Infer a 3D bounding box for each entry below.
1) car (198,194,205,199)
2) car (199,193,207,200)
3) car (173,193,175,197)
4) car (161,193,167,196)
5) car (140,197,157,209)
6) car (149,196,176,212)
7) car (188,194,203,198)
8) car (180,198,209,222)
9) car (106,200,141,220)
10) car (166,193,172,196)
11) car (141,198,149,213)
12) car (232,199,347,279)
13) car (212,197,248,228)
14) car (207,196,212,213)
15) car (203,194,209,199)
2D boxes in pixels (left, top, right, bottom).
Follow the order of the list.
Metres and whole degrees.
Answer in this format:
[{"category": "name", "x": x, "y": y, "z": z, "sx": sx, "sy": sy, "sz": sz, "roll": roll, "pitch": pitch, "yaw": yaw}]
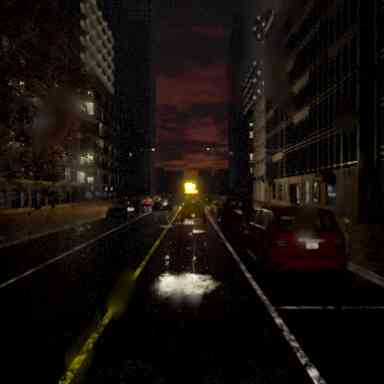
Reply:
[{"category": "car", "x": 2.686, "y": 1.212, "z": 95.221, "sx": 1.802, "sy": 1.307, "sz": 4.206, "roll": 0, "pitch": 0, "yaw": 0}, {"category": "car", "x": 2.688, "y": 1.121, "z": 83.836, "sx": 1.967, "sy": 1.590, "sz": 4.097, "roll": 0, "pitch": 0, "yaw": 0}, {"category": "car", "x": -5.693, "y": 1.287, "z": 78.159, "sx": 1.802, "sy": 1.307, "sz": 4.206, "roll": 0, "pitch": 0, "yaw": 0}, {"category": "car", "x": -5.692, "y": 1.350, "z": 55.390, "sx": 2.008, "sy": 1.369, "sz": 4.403, "roll": 0, "pitch": 0, "yaw": 0}, {"category": "car", "x": -5.690, "y": 1.427, "z": 44.004, "sx": 1.802, "sy": 1.307, "sz": 4.206, "roll": 0, "pitch": 0, "yaw": 0}, {"category": "car", "x": -3.097, "y": 1.441, "z": 35.618, "sx": 1.994, "sy": 1.385, "sz": 4.181, "roll": 0, "pitch": 0, "yaw": 0}, {"category": "car", "x": 0.097, "y": 1.361, "z": 41.535, "sx": 1.837, "sy": 1.490, "sz": 4.892, "roll": 0, "pitch": 1, "yaw": 0}, {"category": "car", "x": 0.098, "y": 1.441, "z": 25.380, "sx": 1.812, "sy": 1.442, "sz": 4.674, "roll": 0, "pitch": 0, "yaw": 0}, {"category": "car", "x": -5.689, "y": 1.460, "z": 26.929, "sx": 2.008, "sy": 1.369, "sz": 4.403, "roll": 0, "pitch": 0, "yaw": 0}, {"category": "car", "x": -5.692, "y": 1.298, "z": 66.774, "sx": 1.887, "sy": 1.381, "sz": 4.507, "roll": 0, "pitch": 0, "yaw": 0}, {"category": "car", "x": -5.690, "y": 1.454, "z": 32.621, "sx": 1.947, "sy": 1.339, "sz": 4.313, "roll": 0, "pitch": 0, "yaw": 0}, {"category": "car", "x": 2.694, "y": 1.283, "z": 9.840, "sx": 2.192, "sy": 1.841, "sz": 5.009, "roll": 0, "pitch": 0, "yaw": 0}, {"category": "car", "x": 2.693, "y": 1.245, "z": 21.225, "sx": 2.192, "sy": 1.841, "sz": 5.009, "roll": 0, "pitch": 0, "yaw": 0}, {"category": "car", "x": 2.691, "y": 1.414, "z": 32.779, "sx": 1.752, "sy": 1.417, "sz": 4.829, "roll": 0, "pitch": 0, "yaw": 0}, {"category": "car", "x": 2.689, "y": 1.343, "z": 61.070, "sx": 1.947, "sy": 1.339, "sz": 4.313, "roll": 0, "pitch": 0, "yaw": 0}]
